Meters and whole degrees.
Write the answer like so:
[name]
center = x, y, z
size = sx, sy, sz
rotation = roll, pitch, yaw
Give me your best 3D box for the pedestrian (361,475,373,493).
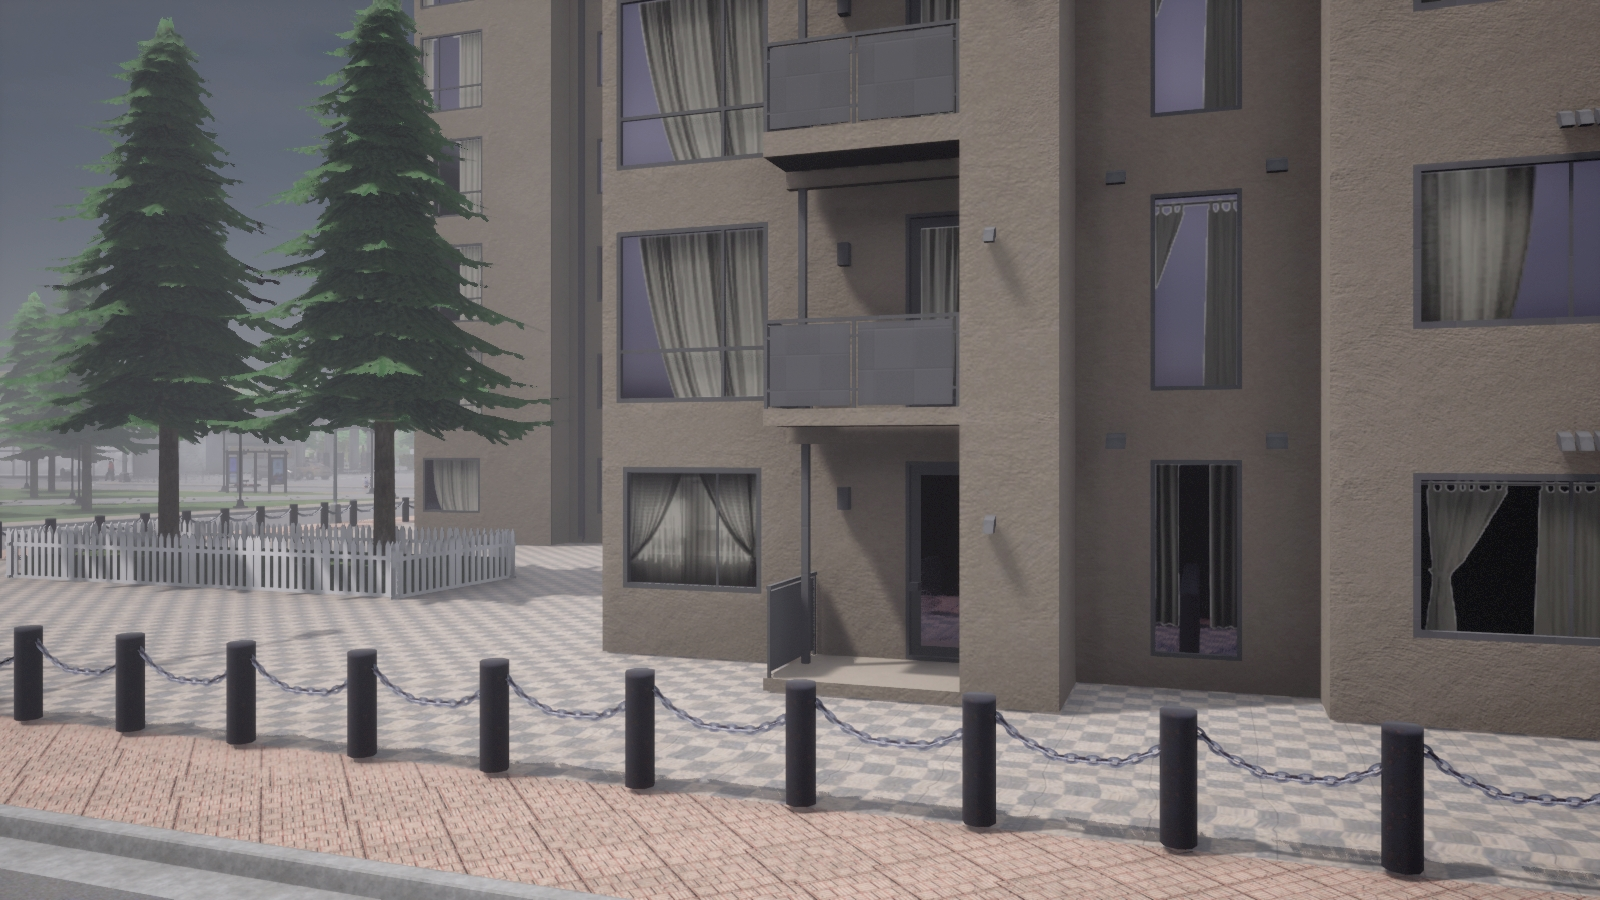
[pedestrian]
center = -26.286, 2.072, 69.375
size = 0.500, 1.100, 0.500
rotation = 0, 0, 22
